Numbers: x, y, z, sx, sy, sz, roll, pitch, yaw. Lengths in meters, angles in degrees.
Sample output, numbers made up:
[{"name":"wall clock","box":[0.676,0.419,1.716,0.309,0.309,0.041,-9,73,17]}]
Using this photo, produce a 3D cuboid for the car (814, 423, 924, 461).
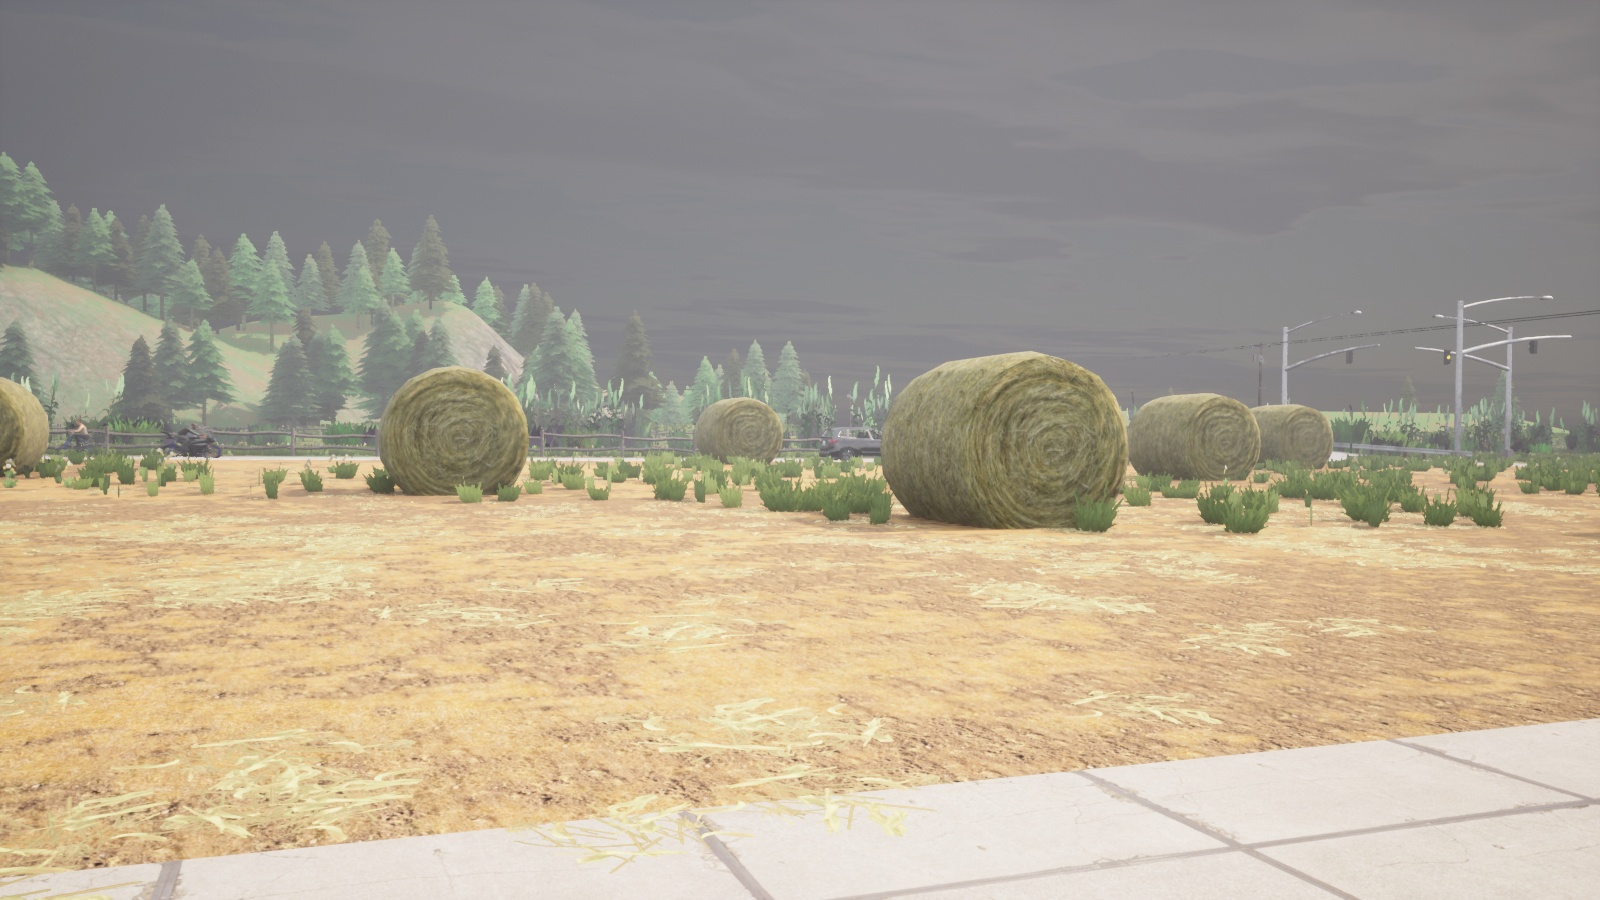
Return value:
[{"name":"car","box":[3.201,-0.400,58.616,4.611,1.667,2.242,-1,1,-17]}]

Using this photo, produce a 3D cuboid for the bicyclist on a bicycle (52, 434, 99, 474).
[{"name":"bicyclist on a bicycle","box":[-30.098,0.151,52.185,1.509,1.612,0.866,-1,1,-17]}]

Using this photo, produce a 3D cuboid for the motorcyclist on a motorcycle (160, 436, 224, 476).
[{"name":"motorcyclist on a motorcycle","box":[-24.321,0.222,50.284,2.191,1.530,0.866,-1,1,-17]}]
